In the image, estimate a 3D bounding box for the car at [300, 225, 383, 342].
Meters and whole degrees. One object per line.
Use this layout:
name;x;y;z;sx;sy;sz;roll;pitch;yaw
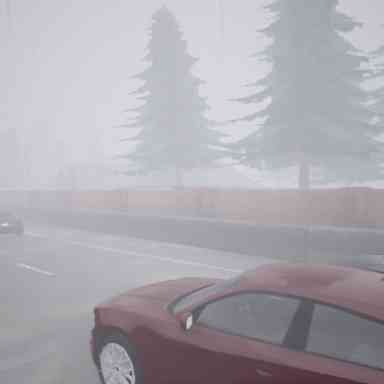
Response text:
car;4.484;1.510;5.180;4.902;1.511;2.128;0;0;36

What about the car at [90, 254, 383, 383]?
car;1.045;1.485;3.346;5.008;1.535;1.882;0;0;36

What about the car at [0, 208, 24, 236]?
car;-10.557;1.563;17.583;4.181;1.385;1.994;0;0;43
